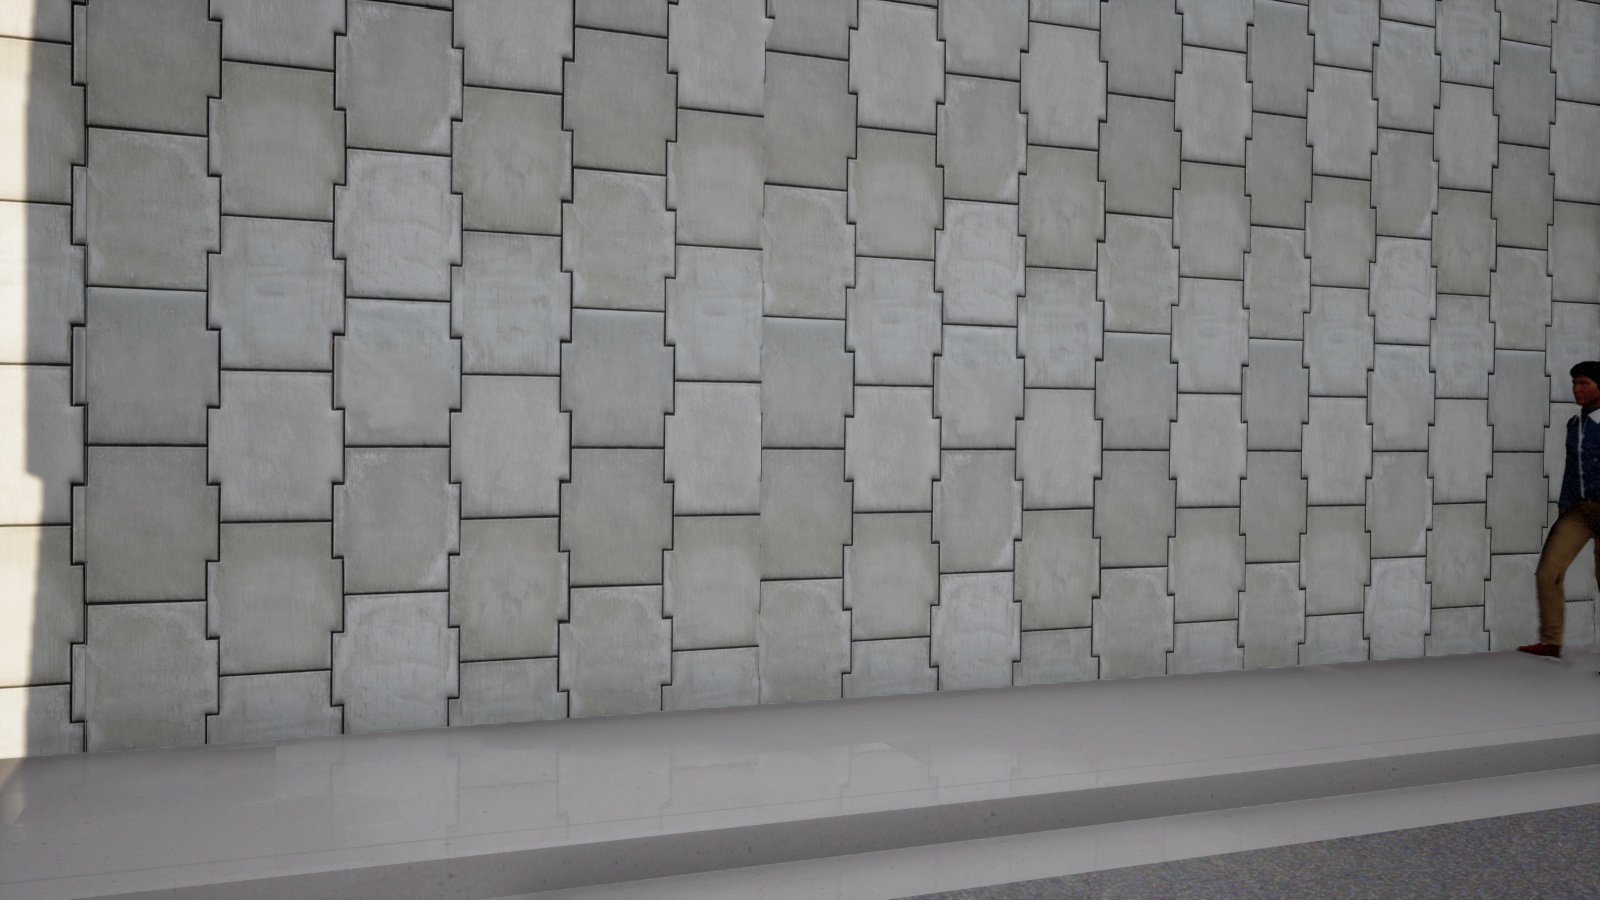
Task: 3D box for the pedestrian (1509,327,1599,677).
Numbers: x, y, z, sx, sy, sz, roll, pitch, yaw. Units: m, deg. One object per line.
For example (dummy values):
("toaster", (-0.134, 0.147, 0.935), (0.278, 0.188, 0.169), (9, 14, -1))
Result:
("pedestrian", (4.606, 0.285, 7.270), (0.788, 1.949, 0.423), (-1, 1, -11))
